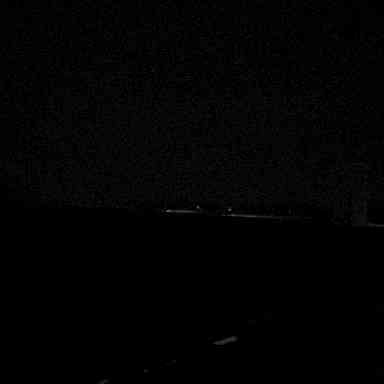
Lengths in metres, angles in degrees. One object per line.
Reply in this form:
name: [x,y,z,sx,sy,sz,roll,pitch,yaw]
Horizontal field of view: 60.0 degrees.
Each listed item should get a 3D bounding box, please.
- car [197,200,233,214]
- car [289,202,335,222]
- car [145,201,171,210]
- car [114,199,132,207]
car: [2.559,1.667,37.176,2.128,1.511,4.902,1,-1,-36]
car: [10.137,1.565,26.702,2.128,1.511,4.902,1,-1,-36]
car: [-4.901,1.898,47.541,1.895,1.301,4.718,1,-1,-36]
car: [-13.390,2.028,64.270,1.882,1.535,5.008,1,-1,-36]
